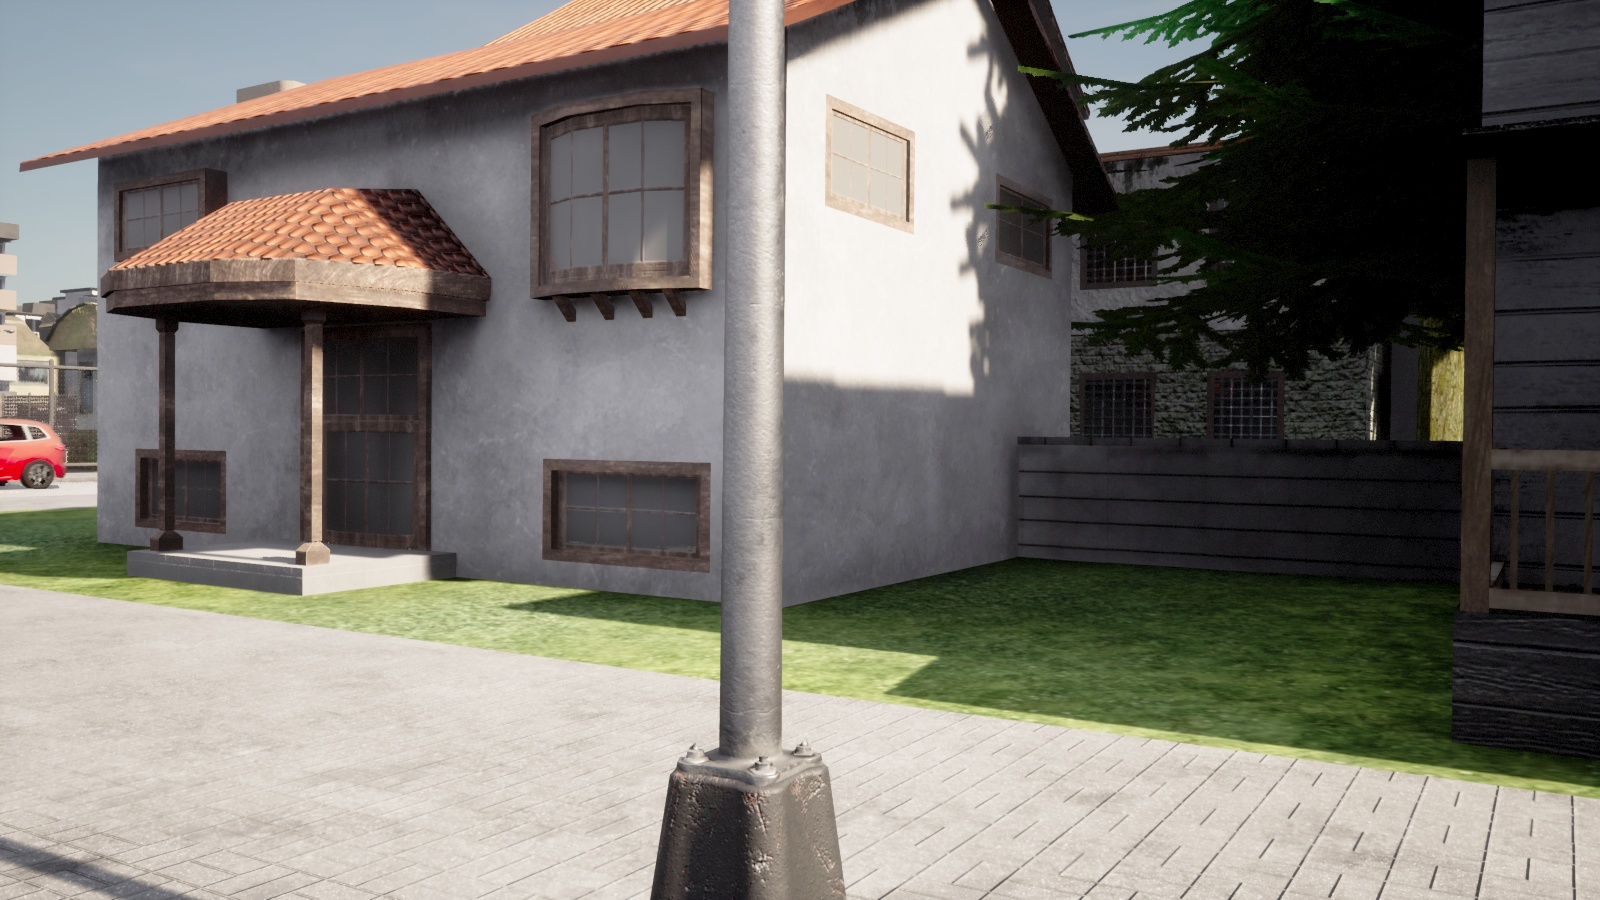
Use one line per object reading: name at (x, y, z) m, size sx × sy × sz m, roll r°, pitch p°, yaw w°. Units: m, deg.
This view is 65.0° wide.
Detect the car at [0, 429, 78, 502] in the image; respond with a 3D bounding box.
car at (-19.349, 0.362, 28.481) m, size 2.242 × 1.667 × 4.611 m, roll 0°, pitch 1°, yaw 31°
